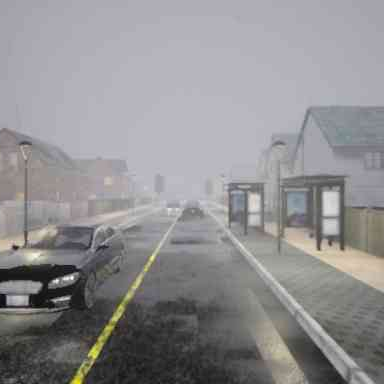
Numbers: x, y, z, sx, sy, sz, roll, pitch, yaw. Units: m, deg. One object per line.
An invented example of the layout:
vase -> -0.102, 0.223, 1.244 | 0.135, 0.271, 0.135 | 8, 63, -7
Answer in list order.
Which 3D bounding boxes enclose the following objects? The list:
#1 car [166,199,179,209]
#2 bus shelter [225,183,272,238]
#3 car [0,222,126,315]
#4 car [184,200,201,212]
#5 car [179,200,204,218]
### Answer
car -> -2.770, 1.799, 50.646 | 1.994, 1.385, 4.181 | 0, 0, 0
bus shelter -> 3.021, 0.923, 18.474 | 1.920, 2.740, 3.880 | 0, 0, 0
car -> -2.842, 1.511, 7.879 | 2.128, 1.511, 4.902 | 0, 0, 0
car -> 0.076, 1.719, 41.934 | 2.033, 1.411, 5.357 | 0, 0, 1
car -> 0.075, 1.669, 31.352 | 1.994, 1.385, 4.181 | 0, 0, 0
